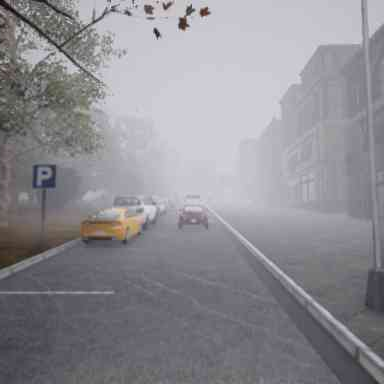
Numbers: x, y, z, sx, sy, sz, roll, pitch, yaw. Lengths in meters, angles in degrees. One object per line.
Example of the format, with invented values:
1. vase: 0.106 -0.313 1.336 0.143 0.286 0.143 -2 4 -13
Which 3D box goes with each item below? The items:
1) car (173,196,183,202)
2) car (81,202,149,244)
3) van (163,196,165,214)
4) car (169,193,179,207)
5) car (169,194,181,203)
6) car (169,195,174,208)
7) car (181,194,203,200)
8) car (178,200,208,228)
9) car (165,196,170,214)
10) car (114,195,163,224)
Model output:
1. car: -3.625 1.836 88.300 2.163 1.488 4.792 1 -2 2
2. car: -3.651 1.481 15.887 2.097 1.535 5.008 0 0 2
3. van: -3.646 1.257 27.150 1.878 1.987 4.442 0 0 2
4. car: -3.649 1.374 49.283 2.185 1.767 4.553 0 0 2
5. car: -3.646 1.397 71.565 2.185 1.767 4.553 0 0 2
6. car: -3.649 1.488 38.168 2.097 1.535 5.008 0 0 2
7. car: 0.106 1.231 40.485 2.150 2.045 5.566 0 0 0
8. car: 0.095 1.527 22.059 1.812 1.442 4.674 0 0 0
9. car: -3.642 1.482 32.788 1.946 1.575 5.366 0 0 2
10. car: -3.650 1.230 21.491 2.435 2.045 5.566 0 0 2
